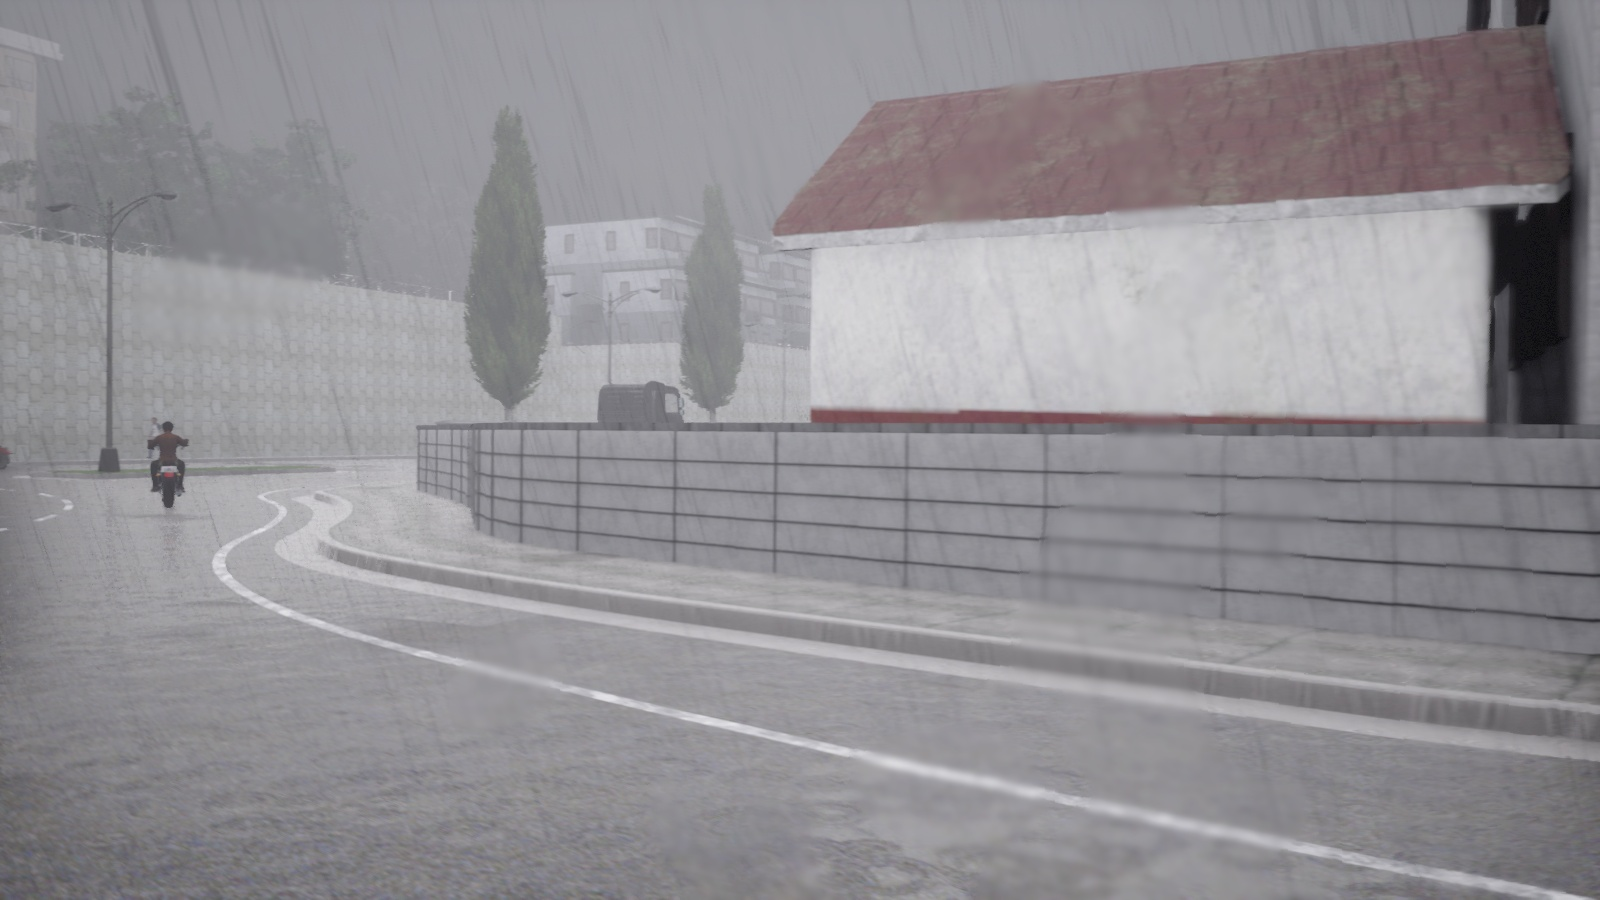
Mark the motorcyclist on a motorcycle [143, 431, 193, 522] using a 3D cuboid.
[{"bbox_3d":[-12.151,0.479,24.115,0.766,1.649,2.350,-1,1,-28],"label":"motorcyclist on a motorcycle"}]

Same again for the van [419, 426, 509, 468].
[{"bbox_3d":[-16.642,-0.165,62.446,1.775,1.987,4.442,0,1,27],"label":"van"}]

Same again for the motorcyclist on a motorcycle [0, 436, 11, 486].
[{"bbox_3d":[-27.456,0.390,41.372,0.766,1.649,2.350,0,1,30],"label":"motorcyclist on a motorcycle"}]

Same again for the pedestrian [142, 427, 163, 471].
[{"bbox_3d":[-27.242,-0.052,52.846,0.354,1.836,0.706,0,1,20],"label":"pedestrian"}]

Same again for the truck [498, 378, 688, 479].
[{"bbox_3d":[-7.554,-0.783,47.171,2.891,3.462,7.936,0,1,27],"label":"truck"}]
